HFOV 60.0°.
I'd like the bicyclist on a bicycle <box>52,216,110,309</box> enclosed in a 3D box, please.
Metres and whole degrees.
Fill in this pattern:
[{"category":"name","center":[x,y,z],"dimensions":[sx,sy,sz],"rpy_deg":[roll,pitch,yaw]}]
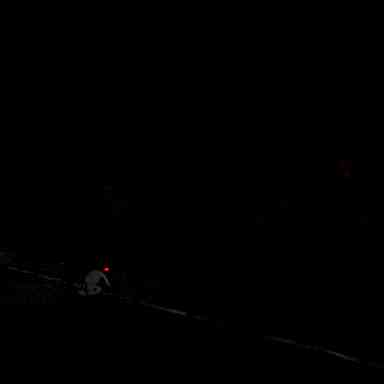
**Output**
[{"category":"bicyclist on a bicycle","center":[-2.286,1.368,6.688],"dimensions":[1.843,1.776,0.659],"rpy_deg":[0,0,35]}]
